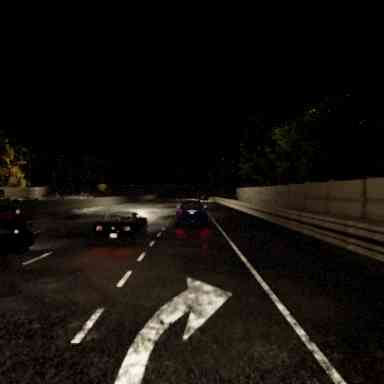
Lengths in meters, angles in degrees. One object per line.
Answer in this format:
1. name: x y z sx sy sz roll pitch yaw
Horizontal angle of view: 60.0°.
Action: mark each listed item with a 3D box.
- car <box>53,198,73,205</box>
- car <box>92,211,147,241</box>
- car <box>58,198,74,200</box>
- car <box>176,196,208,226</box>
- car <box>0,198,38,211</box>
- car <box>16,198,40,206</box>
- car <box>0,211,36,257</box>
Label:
1. car: -24.527 1.735 63.390 1.895 1.301 4.718 0 0 0
2. car: -3.405 1.619 16.680 1.895 1.301 4.718 0 0 0
3. car: -21.025 1.733 56.581 1.895 1.301 4.718 0 0 0
4. car: -0.009 1.383 23.918 2.097 1.767 4.553 0 0 0
5. car: -10.408 1.372 17.655 2.097 1.767 4.553 0 0 0
6. car: -28.026 1.693 57.002 1.994 1.385 4.181 0 0 0
7. car: -6.903 1.557 10.297 2.033 1.411 5.357 0 0 0
